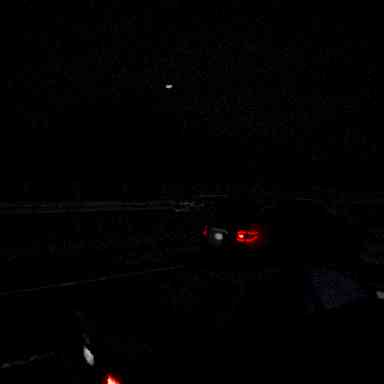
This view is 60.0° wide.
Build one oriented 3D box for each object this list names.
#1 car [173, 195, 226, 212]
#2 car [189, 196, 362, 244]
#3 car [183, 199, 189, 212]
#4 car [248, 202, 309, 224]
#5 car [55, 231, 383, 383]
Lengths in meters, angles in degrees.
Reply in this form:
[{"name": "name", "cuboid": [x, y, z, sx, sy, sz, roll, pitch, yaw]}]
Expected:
[{"name": "car", "cuboid": [0.961, 1.260, 30.264, 5.566, 2.045, 2.150, 0, 0, -35]}, {"name": "car", "cuboid": [2.875, 1.238, 10.041, 5.566, 2.045, 2.150, 0, 0, -35]}, {"name": "car", "cuboid": [2.001, 1.541, 26.727, 4.892, 1.490, 1.837, 0, 0, -35]}, {"name": "car", "cuboid": [6.768, 1.556, 25.758, 4.892, 1.490, 1.837, 0, 0, -34]}, {"name": "car", "cuboid": [1.094, 1.554, 4.508, 5.357, 1.411, 2.033, 0, 0, -35]}]
